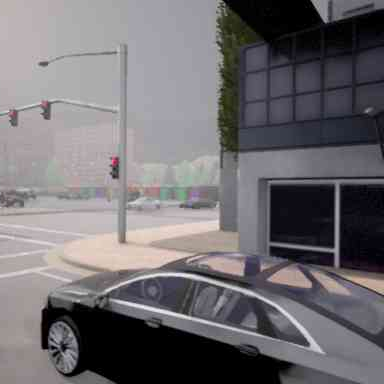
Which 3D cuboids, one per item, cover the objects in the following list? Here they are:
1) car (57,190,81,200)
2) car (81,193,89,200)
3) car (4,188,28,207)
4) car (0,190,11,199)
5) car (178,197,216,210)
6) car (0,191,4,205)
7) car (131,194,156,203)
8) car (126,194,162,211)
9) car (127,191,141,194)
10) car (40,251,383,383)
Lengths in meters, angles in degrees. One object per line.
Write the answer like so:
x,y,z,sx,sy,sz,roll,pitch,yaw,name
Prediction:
-24.318,0.617,64.916,4.605,1.855,1.932,1,0,35,car
-22.592,0.828,67.244,3.905,1.438,1.784,1,0,35,car
-21.326,0.785,38.771,3.866,1.878,1.905,1,0,35,car
-39.816,0.477,69.094,4.605,1.855,1.932,1,0,35,car
0.707,1.343,38.704,2.033,1.411,5.357,1,0,37,car
-23.044,0.782,36.441,4.605,1.855,1.932,1,0,35,car
-8.330,1.023,57.162,3.806,1.475,1.970,1,0,35,car
-5.244,1.288,36.560,1.812,1.442,4.674,1,0,36,car
-10.011,0.783,54.804,3.866,1.878,1.905,1,0,35,car
0.175,1.473,3.837,4.902,1.511,2.128,1,0,36,car
